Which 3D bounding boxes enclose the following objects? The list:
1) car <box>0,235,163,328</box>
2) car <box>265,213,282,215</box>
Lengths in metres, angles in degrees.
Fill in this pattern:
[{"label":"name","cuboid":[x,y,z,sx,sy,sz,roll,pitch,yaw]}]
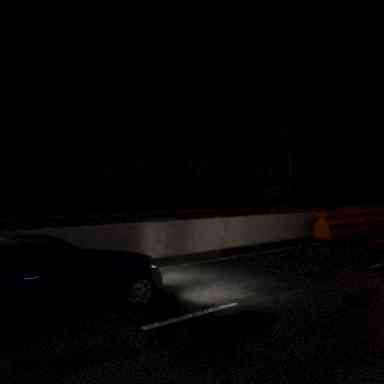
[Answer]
[{"label":"car","cuboid":[-2.780,1.522,6.064,4.674,1.442,1.812,0,0,-36]},{"label":"car","cuboid":[6.201,1.423,21.199,5.008,1.535,1.882,0,0,-35]}]
